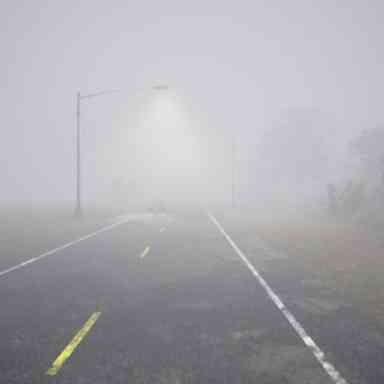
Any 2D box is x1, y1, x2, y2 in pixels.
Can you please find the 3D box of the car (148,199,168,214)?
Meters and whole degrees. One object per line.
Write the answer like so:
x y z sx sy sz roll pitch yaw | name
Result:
-3.577 1.481 35.383 1.812 1.442 4.674 0 0 0 | car
